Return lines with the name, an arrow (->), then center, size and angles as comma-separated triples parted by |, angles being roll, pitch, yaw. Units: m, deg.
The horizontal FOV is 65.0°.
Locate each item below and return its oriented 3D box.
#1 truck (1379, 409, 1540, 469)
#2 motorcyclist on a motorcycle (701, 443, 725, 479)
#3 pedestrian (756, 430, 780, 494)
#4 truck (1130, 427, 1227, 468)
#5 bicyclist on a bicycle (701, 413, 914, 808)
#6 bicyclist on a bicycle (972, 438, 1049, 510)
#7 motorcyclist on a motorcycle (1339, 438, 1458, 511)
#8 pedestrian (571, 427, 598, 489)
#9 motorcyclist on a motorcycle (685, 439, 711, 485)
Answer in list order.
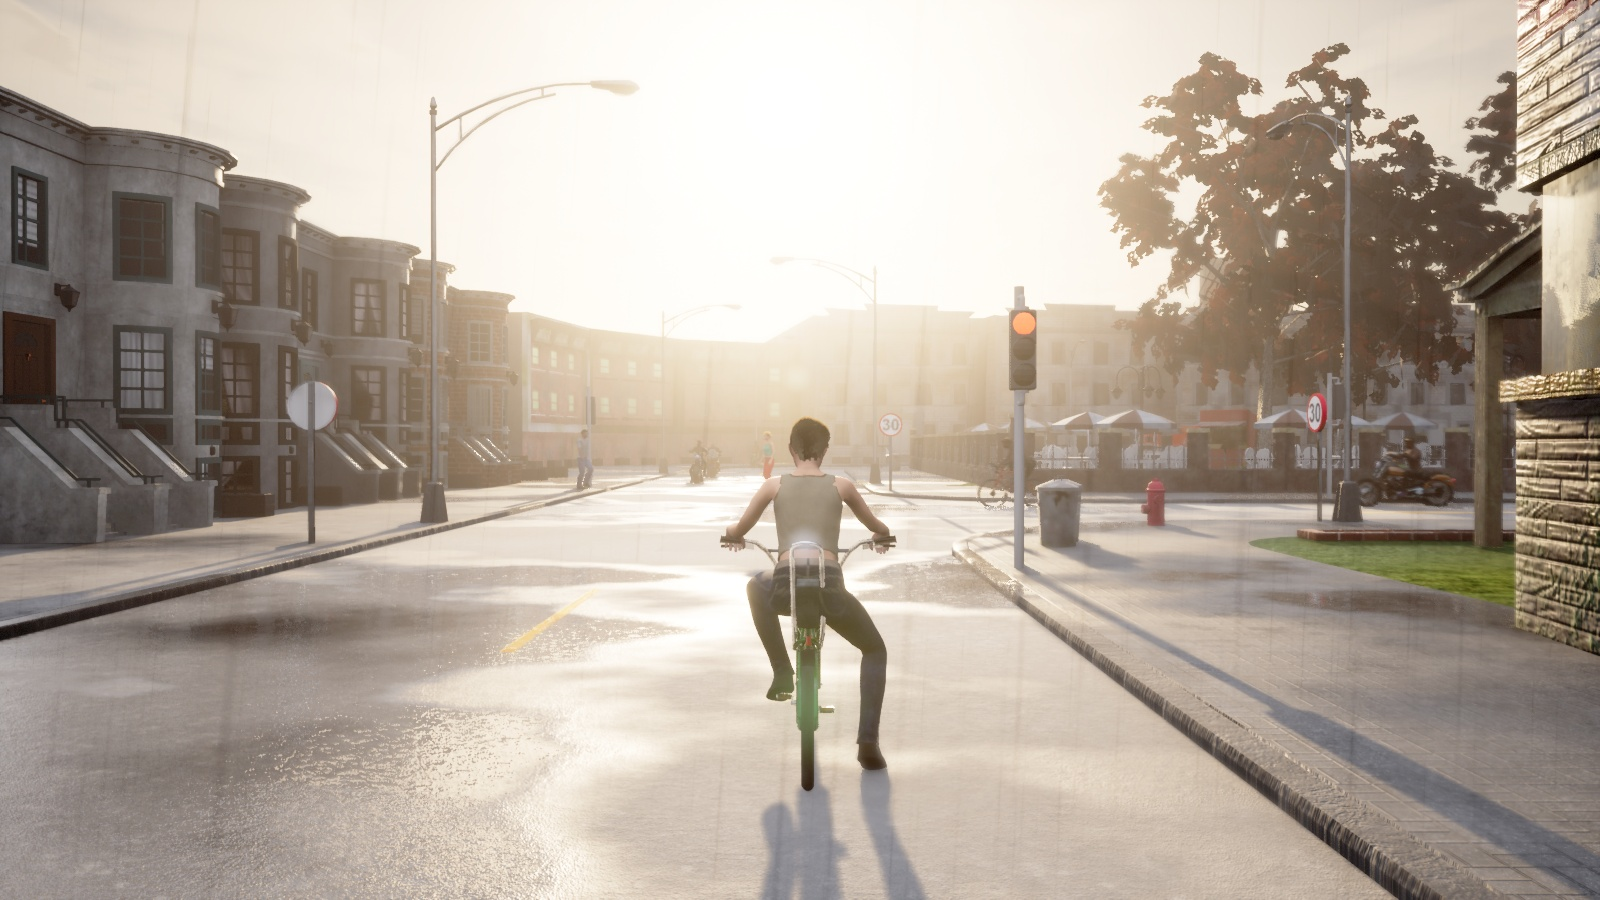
truck -> 38.681, -0.621, 73.853 | 7.936, 3.462, 2.891 | 0, 0, 0
motorcyclist on a motorcycle -> -3.752, 0.472, 54.283 | 0.866, 1.530, 2.191 | 0, 0, 0
pedestrian -> -0.912, 0.339, 35.960 | 0.594, 1.836, 0.345 | 0, 0, -23
truck -> 23.414, -0.161, 77.901 | 5.204, 2.467, 2.627 | 0, 0, 0
bicyclist on a bicycle -> 0.037, 0.650, 5.875 | 0.866, 1.612, 1.509 | 0, 0, 0
bicyclist on a bicycle -> 4.805, 0.541, 28.696 | 1.656, 1.620, 0.582 | 0, 1, -2
motorcyclist on a motorcycle -> 13.664, 0.546, 28.696 | 2.350, 1.649, 0.766 | 0, 0, 0
pedestrian -> -6.449, 0.239, 37.577 | 0.706, 1.836, 0.354 | 0, 0, 28
motorcyclist on a motorcycle -> -3.778, 0.429, 46.842 | 0.766, 1.649, 2.350 | 0, 0, 0
